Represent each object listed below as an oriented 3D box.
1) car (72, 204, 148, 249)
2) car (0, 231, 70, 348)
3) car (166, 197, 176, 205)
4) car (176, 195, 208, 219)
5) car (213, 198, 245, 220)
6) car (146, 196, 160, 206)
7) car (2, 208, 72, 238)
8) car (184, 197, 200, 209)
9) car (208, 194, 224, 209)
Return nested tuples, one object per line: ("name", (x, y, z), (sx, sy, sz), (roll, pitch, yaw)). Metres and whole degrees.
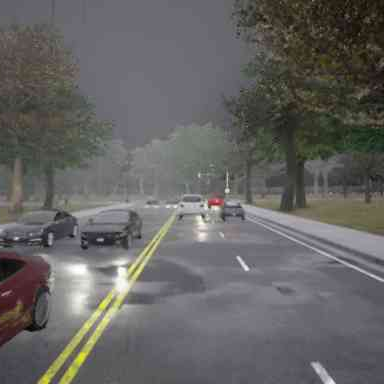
("car", (-3.368, 1.496, 14.757), (1.882, 1.535, 5.008), (0, 0, 0))
("car", (-3.358, 1.533, 4.201), (1.812, 1.442, 4.674), (0, 0, 0))
("car", (-3.404, 1.555, 57.112), (1.994, 1.385, 4.181), (0, 0, 0))
("car", (0.006, 1.243, 29.102), (2.150, 2.045, 5.566), (0, 0, 0))
("car", (3.247, 1.510, 27.973), (2.128, 1.511, 4.902), (0, 0, 0))
("car", (-6.657, 1.472, 56.682), (1.882, 1.535, 5.008), (0, 0, 0))
("car", (-6.624, 1.526, 14.957), (1.837, 1.490, 4.892), (0, 0, 0))
("car", (-0.037, 1.498, 45.490), (2.128, 1.511, 4.902), (0, 0, 0))
("car", (3.211, 1.226, 44.966), (2.150, 2.045, 5.566), (0, 0, 0))
